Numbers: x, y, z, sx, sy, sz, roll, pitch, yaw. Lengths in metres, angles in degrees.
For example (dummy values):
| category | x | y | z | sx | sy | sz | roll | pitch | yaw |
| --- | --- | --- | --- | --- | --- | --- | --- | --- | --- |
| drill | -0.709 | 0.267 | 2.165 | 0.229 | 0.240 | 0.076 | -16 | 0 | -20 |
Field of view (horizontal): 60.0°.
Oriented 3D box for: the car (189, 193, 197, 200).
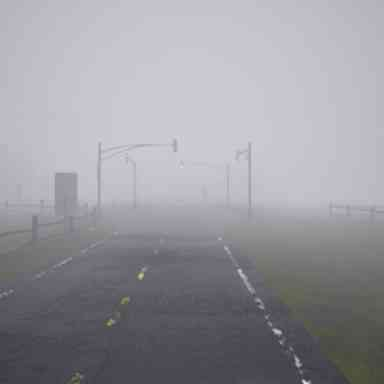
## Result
| category | x | y | z | sx | sy | sz | roll | pitch | yaw |
| --- | --- | --- | --- | --- | --- | --- | --- | --- | --- |
| car | 0.309 | 1.186 | 95.290 | 2.150 | 2.045 | 5.566 | 0 | 0 | 0 |

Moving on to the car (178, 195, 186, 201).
| category | x | y | z | sx | sy | sz | roll | pitch | yaw |
| --- | --- | --- | --- | --- | --- | --- | --- | --- | --- |
| car | -2.494 | 1.583 | 84.768 | 1.882 | 1.535 | 5.008 | 0 | 0 | 0 |

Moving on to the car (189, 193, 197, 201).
| category | x | y | z | sx | sy | sz | roll | pitch | yaw |
| --- | --- | --- | --- | --- | --- | --- | --- | --- | --- |
| car | 0.256 | 1.577 | 84.836 | 1.882 | 1.535 | 5.008 | 0 | 0 | 0 |

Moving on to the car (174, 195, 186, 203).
| category | x | y | z | sx | sy | sz | roll | pitch | yaw |
| --- | --- | --- | --- | --- | --- | --- | --- | --- | --- |
| car | -2.573 | 1.633 | 69.191 | 1.994 | 1.385 | 4.181 | 0 | 0 | 0 |
